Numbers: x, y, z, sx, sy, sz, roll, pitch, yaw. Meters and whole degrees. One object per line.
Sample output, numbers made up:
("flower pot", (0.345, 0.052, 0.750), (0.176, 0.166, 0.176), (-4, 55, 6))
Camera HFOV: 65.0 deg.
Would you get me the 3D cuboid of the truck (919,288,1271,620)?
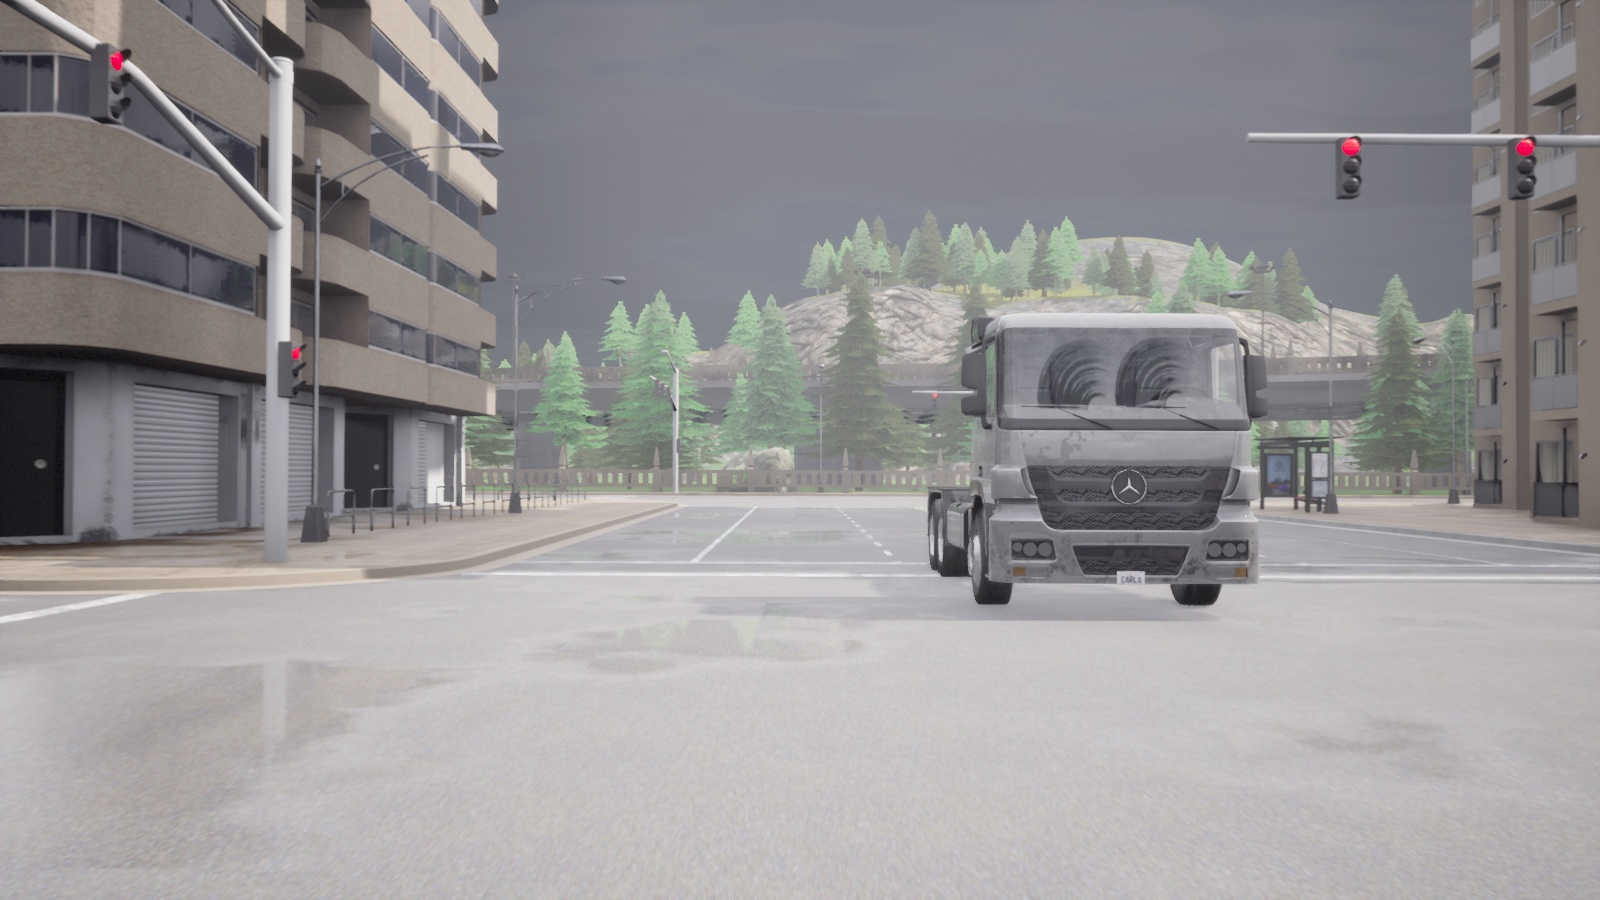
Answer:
("truck", (3.456, 0.105, 17.106), (2.891, 3.462, 7.936), (0, -1, 0))
